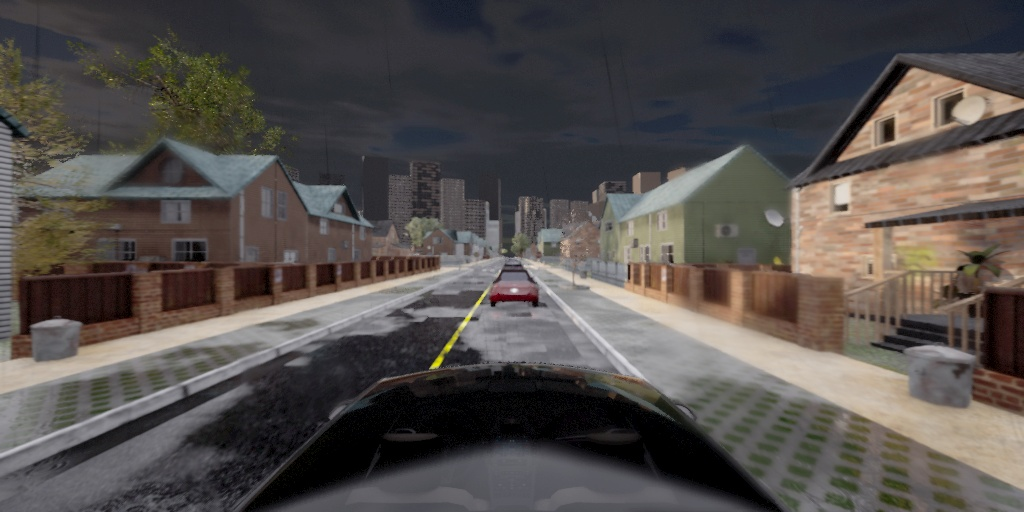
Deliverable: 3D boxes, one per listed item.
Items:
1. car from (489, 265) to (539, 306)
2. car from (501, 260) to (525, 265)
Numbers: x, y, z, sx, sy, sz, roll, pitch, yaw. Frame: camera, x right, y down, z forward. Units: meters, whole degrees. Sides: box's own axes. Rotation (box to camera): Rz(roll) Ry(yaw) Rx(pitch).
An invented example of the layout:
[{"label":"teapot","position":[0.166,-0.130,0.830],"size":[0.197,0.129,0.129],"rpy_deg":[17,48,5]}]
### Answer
[{"label":"car","position":[0.090,1.242,15.386],"size":[1.994,1.385,4.181],"rpy_deg":[0,0,0]},{"label":"car","position":[0.092,1.091,31.024],"size":[2.128,1.511,4.902],"rpy_deg":[0,0,0]}]
